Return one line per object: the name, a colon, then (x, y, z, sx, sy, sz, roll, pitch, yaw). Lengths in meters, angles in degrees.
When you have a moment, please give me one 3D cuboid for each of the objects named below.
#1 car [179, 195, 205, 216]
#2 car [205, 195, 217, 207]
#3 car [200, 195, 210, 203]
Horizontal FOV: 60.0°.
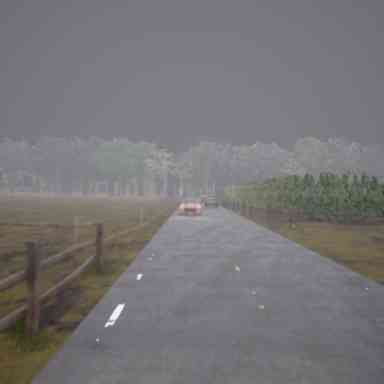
car: (-0.152, 1.323, 32.169, 2.097, 1.767, 4.553, 0, 0, 0)
car: (2.759, 1.455, 49.901, 2.128, 1.511, 4.902, 0, 0, 0)
car: (2.635, 1.451, 68.651, 1.837, 1.490, 4.892, 0, -1, 0)
